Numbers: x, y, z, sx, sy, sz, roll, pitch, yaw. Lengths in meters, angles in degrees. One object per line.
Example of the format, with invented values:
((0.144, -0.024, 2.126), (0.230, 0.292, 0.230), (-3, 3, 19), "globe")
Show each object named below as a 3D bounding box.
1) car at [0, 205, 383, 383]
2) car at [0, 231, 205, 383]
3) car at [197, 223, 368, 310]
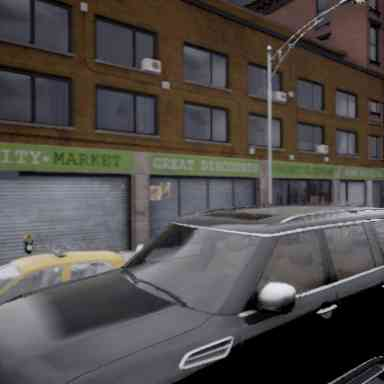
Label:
((0.661, 1.221, 3.791), (5.566, 2.045, 2.150), (0, 0, -35), "car")
((-2.251, 1.526, 4.936), (4.829, 1.417, 1.752), (0, 0, -36), "car")
((2.361, 1.587, 8.229), (4.206, 1.307, 1.802), (0, -1, -36), "car")
